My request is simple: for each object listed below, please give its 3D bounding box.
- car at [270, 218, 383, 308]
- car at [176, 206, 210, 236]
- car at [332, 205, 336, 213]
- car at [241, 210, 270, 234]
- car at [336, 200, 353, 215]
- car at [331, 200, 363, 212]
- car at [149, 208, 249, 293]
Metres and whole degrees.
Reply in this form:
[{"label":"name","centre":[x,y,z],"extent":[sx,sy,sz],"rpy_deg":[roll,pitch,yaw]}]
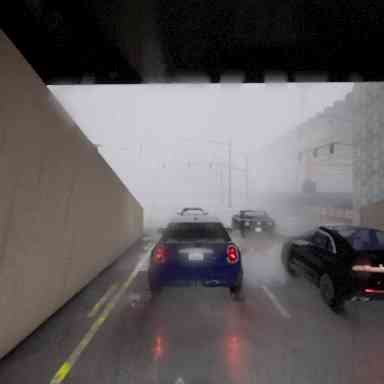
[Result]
[{"label":"car","centre":[3.586,1.553,8.035],"extent":[2.128,1.511,4.902],"rpy_deg":[0,0,0]},{"label":"car","centre":[0.041,1.679,20.509],"extent":[1.812,1.442,4.674],"rpy_deg":[0,0,0]},{"label":"car","centre":[17.514,1.733,37.607],"extent":[2.038,1.542,4.974],"rpy_deg":[0,-1,45]},{"label":"car","centre":[3.560,1.752,20.132],"extent":[1.895,1.301,4.718],"rpy_deg":[0,0,0]},{"label":"car","centre":[17.413,1.698,33.000],"extent":[2.038,1.542,4.974],"rpy_deg":[0,-1,-35]},{"label":"car","centre":[17.551,1.576,37.645],"extent":[1.853,1.218,4.536],"rpy_deg":[0,-1,45]},{"label":"car","centre":[0.086,1.421,9.230],"extent":[2.097,1.767,4.553],"rpy_deg":[0,-1,0]}]
